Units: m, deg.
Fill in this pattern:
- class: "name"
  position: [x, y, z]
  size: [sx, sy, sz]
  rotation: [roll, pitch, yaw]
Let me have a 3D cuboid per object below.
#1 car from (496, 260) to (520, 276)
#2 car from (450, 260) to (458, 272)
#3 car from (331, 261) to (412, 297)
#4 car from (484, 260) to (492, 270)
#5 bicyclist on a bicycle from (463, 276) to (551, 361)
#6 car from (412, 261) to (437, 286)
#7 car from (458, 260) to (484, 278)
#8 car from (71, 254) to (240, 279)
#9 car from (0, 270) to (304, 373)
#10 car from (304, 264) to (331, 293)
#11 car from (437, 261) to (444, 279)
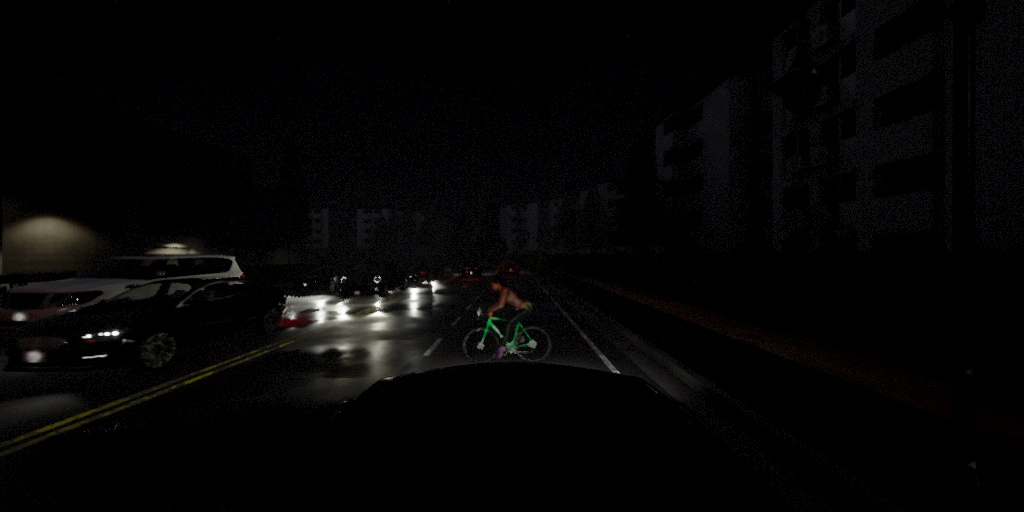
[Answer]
- class: "car"
  position: [-0.445, 1.165, 35.795]
  size: [1.882, 1.535, 5.008]
  rotation: [0, 0, -7]
- class: "car"
  position: [-6.466, 1.216, 45.436]
  size: [2.033, 1.411, 5.357]
  rotation: [0, 0, -21]
- class: "car"
  position: [-7.001, 1.070, 18.449]
  size: [2.097, 1.767, 4.553]
  rotation: [0, 0, 0]
- class: "car"
  position: [-4.122, 1.227, 48.599]
  size: [1.994, 1.385, 4.181]
  rotation: [0, 0, -22]
- class: "bicyclist on a bicycle"
  position: [-0.107, 1.189, 6.633]
  size: [1.656, 1.620, 0.582]
  rotation: [-2, 0, 0]
- class: "car"
  position: [-6.825, 1.213, 24.640]
  size: [1.837, 1.490, 4.892]
  rotation: [0, 0, 0]
- class: "car"
  position: [-3.728, 1.197, 33.340]
  size: [1.837, 1.490, 4.892]
  rotation: [0, 0, -5]
- class: "car"
  position: [-10.544, 0.954, 10.454]
  size: [2.150, 2.045, 5.566]
  rotation: [0, 0, 1]
- class: "car"
  position: [-7.068, 1.231, 7.764]
  size: [2.128, 1.511, 4.902]
  rotation: [0, 0, 0]
- class: "car"
  position: [-10.487, 1.219, 20.602]
  size: [1.837, 1.490, 4.892]
  rotation: [0, 0, 0]
- class: "car"
  position: [-7.070, 1.187, 31.050]
  size: [2.128, 1.511, 4.902]
  rotation: [0, 0, -3]
